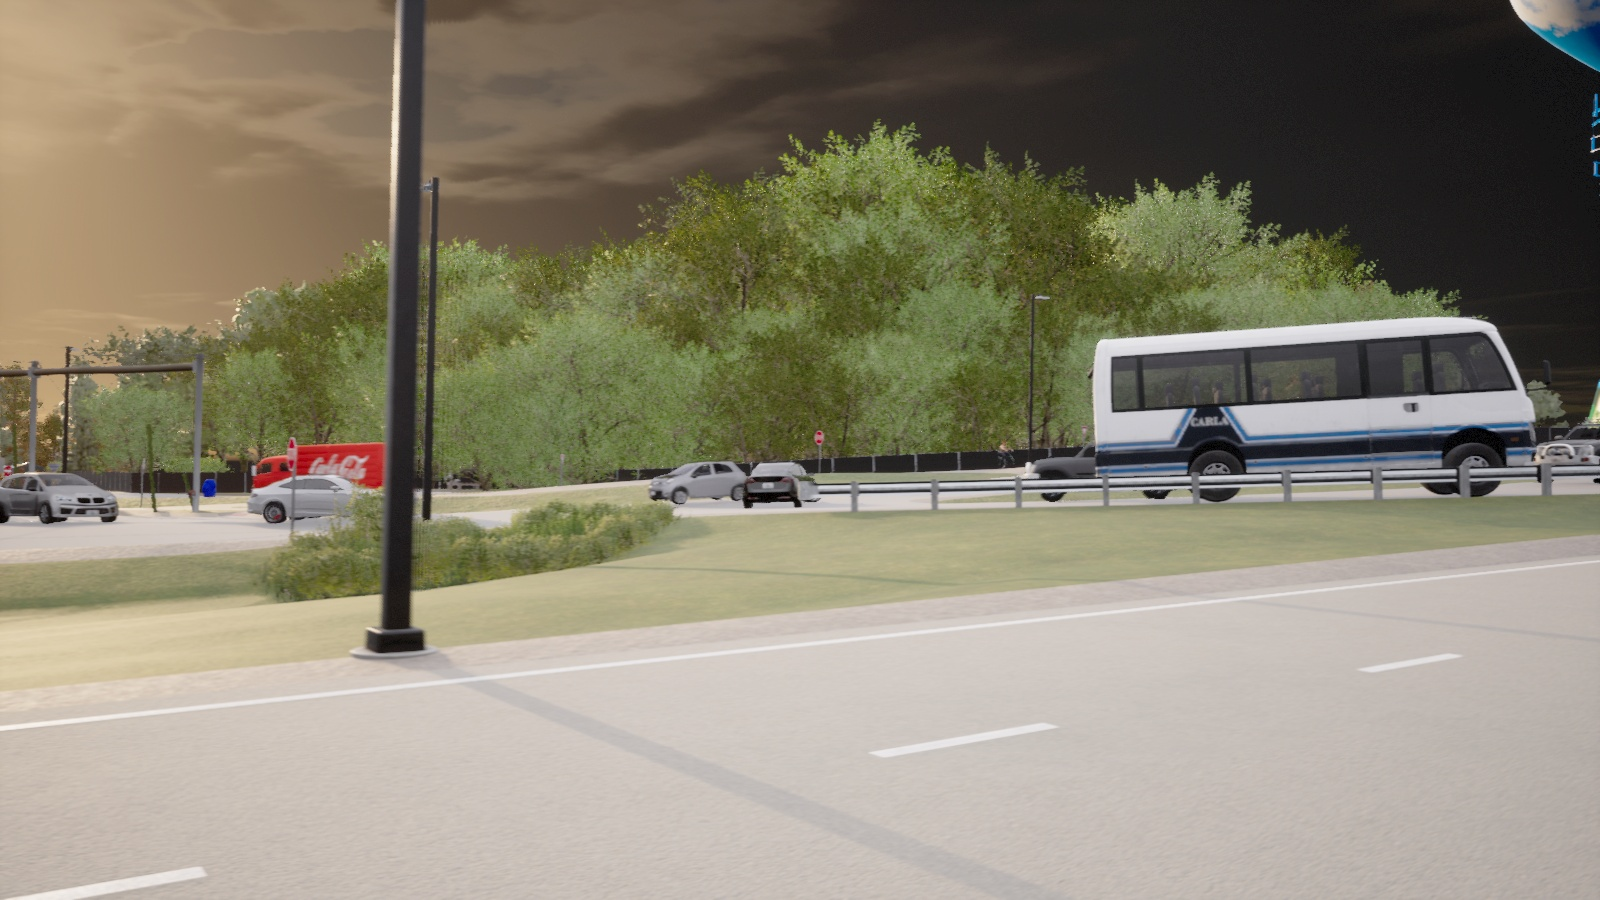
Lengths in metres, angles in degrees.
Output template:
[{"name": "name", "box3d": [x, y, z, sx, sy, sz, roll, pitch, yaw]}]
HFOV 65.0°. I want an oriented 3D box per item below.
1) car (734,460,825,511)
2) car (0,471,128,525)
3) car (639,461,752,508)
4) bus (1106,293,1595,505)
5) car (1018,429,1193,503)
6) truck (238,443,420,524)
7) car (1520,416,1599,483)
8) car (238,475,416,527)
[{"name": "car", "box3d": [-0.616, 1.160, 42.795, 2.163, 1.488, 4.792, -2, 1, 10]}, {"name": "car", "box3d": [-24.387, 1.593, 41.065, 4.611, 1.667, 2.242, -2, -2, 32]}, {"name": "car", "box3d": [-3.802, 1.228, 45.814, 3.633, 1.501, 1.845, -2, 1, -36]}, {"name": "bus", "box3d": [12.990, -1.001, 31.036, 10.273, 4.253, 3.944, -3, -3, 14]}, {"name": "car", "box3d": [8.614, 0.477, 35.625, 4.605, 1.855, 1.932, -3, -2, 12]}, {"name": "truck", "box3d": [-15.860, 1.155, 42.384, 5.204, 2.467, 2.627, -3, -3, 16]}, {"name": "car", "box3d": [23.492, -0.083, 36.857, 4.605, 1.855, 1.932, -2, 0, -29]}, {"name": "car", "box3d": [-14.267, 1.526, 38.062, 4.674, 1.442, 1.812, -1, 0, 1]}]
